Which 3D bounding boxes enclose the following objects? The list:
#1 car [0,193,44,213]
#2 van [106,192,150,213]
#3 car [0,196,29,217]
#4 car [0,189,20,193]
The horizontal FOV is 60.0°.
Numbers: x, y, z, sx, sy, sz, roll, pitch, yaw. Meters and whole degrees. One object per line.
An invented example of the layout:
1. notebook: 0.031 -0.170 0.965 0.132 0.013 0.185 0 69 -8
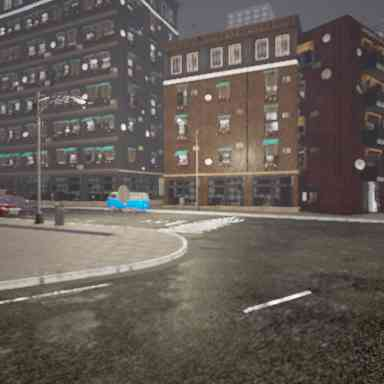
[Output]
1. car: -14.736 1.046 27.442 5.357 1.411 2.033 1 1 25
2. van: -5.712 0.913 29.668 3.998 1.788 1.690 1 0 25
3. car: -14.437 1.122 24.464 4.206 1.307 1.802 1 0 25
4. car: -21.049 0.623 36.753 5.009 1.841 2.192 1 0 25
